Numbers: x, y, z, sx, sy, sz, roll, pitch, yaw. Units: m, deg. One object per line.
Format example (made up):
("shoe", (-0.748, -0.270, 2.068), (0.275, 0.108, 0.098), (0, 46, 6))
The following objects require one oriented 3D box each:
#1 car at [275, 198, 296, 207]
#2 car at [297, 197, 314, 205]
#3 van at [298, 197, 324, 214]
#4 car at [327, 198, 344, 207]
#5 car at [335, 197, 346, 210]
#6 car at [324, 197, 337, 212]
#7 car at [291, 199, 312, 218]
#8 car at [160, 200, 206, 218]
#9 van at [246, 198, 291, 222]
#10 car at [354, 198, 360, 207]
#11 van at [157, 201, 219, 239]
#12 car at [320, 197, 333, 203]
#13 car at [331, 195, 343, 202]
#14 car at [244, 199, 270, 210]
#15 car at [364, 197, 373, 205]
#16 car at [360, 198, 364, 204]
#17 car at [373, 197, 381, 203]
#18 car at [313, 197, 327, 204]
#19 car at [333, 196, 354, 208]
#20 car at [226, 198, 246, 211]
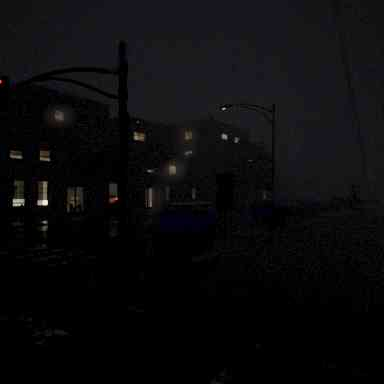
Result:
("car", (15.203, 1.665, 54.127), (1.887, 1.381, 4.507), (0, 0, 35))
("car", (21.538, 1.705, 63.172), (1.887, 1.381, 4.507), (0, 0, 35))
("van", (12.554, 1.469, 35.736), (1.690, 1.788, 3.998), (0, 0, 35))
("car", (25.091, 1.796, 58.146), (1.895, 1.301, 4.718), (1, 0, 35))
("car", (18.888, 1.729, 44.781), (1.947, 1.339, 4.313), (0, 0, 35))
("car", (15.819, 1.671, 40.399), (1.752, 1.417, 4.829), (0, 0, 35))
("car", (9.385, 1.655, 31.213), (1.887, 1.381, 4.507), (0, 0, 35))
("car", (-0.734, 1.558, 31.374), (1.752, 1.417, 4.829), (0, 0, 35))
("van", (6.218, 1.436, 26.691), (1.690, 1.788, 3.998), (0, 0, 35))
("car", (25.226, 1.516, 53.828), (2.192, 1.841, 5.009), (0, 0, 35))
("van", (-0.117, 1.406, 17.646), (1.690, 1.788, 3.998), (0, 0, 35))
("car", (31.041, 1.792, 76.740), (1.947, 1.339, 4.313), (0, 0, 35))
("car", (37.377, 1.712, 85.785), (1.967, 1.590, 4.097), (0, 0, 35))
("car", (8.867, 1.629, 45.082), (1.887, 1.381, 4.507), (0, 0, 35))
("car", (34.728, 1.809, 67.395), (1.887, 1.381, 4.507), (0, 0, 35))
("car", (28.490, 1.748, 58.489), (1.752, 1.417, 4.829), (0, 0, 35))
("car", (44.231, 1.899, 80.963), (1.947, 1.339, 4.313), (0, 0, 35))
("car", (27.776, 1.728, 72.078), (1.752, 1.417, 4.829), (0, 0, 35))
("car", (22.058, 1.497, 49.305), (2.192, 1.841, 5.009), (0, 0, 35))
("car", (5.700, 1.506, 40.560), (1.967, 1.590, 4.097), (0, 0, 35))
